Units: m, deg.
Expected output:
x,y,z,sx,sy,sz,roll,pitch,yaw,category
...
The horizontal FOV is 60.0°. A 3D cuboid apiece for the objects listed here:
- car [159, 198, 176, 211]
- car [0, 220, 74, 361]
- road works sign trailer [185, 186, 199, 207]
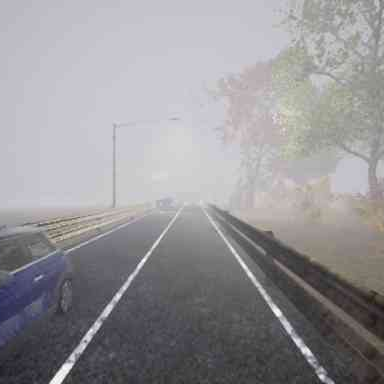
x,y,z,sx,sy,sz,roll,pitch,yaw,category
-3.298,1.625,45.867,2.097,1.767,4.553,0,0,0,car
-3.349,1.380,4.567,2.097,1.767,4.553,0,0,0,car
0.053,0.807,57.831,2.380,3.560,2.880,0,0,0,road works sign trailer
